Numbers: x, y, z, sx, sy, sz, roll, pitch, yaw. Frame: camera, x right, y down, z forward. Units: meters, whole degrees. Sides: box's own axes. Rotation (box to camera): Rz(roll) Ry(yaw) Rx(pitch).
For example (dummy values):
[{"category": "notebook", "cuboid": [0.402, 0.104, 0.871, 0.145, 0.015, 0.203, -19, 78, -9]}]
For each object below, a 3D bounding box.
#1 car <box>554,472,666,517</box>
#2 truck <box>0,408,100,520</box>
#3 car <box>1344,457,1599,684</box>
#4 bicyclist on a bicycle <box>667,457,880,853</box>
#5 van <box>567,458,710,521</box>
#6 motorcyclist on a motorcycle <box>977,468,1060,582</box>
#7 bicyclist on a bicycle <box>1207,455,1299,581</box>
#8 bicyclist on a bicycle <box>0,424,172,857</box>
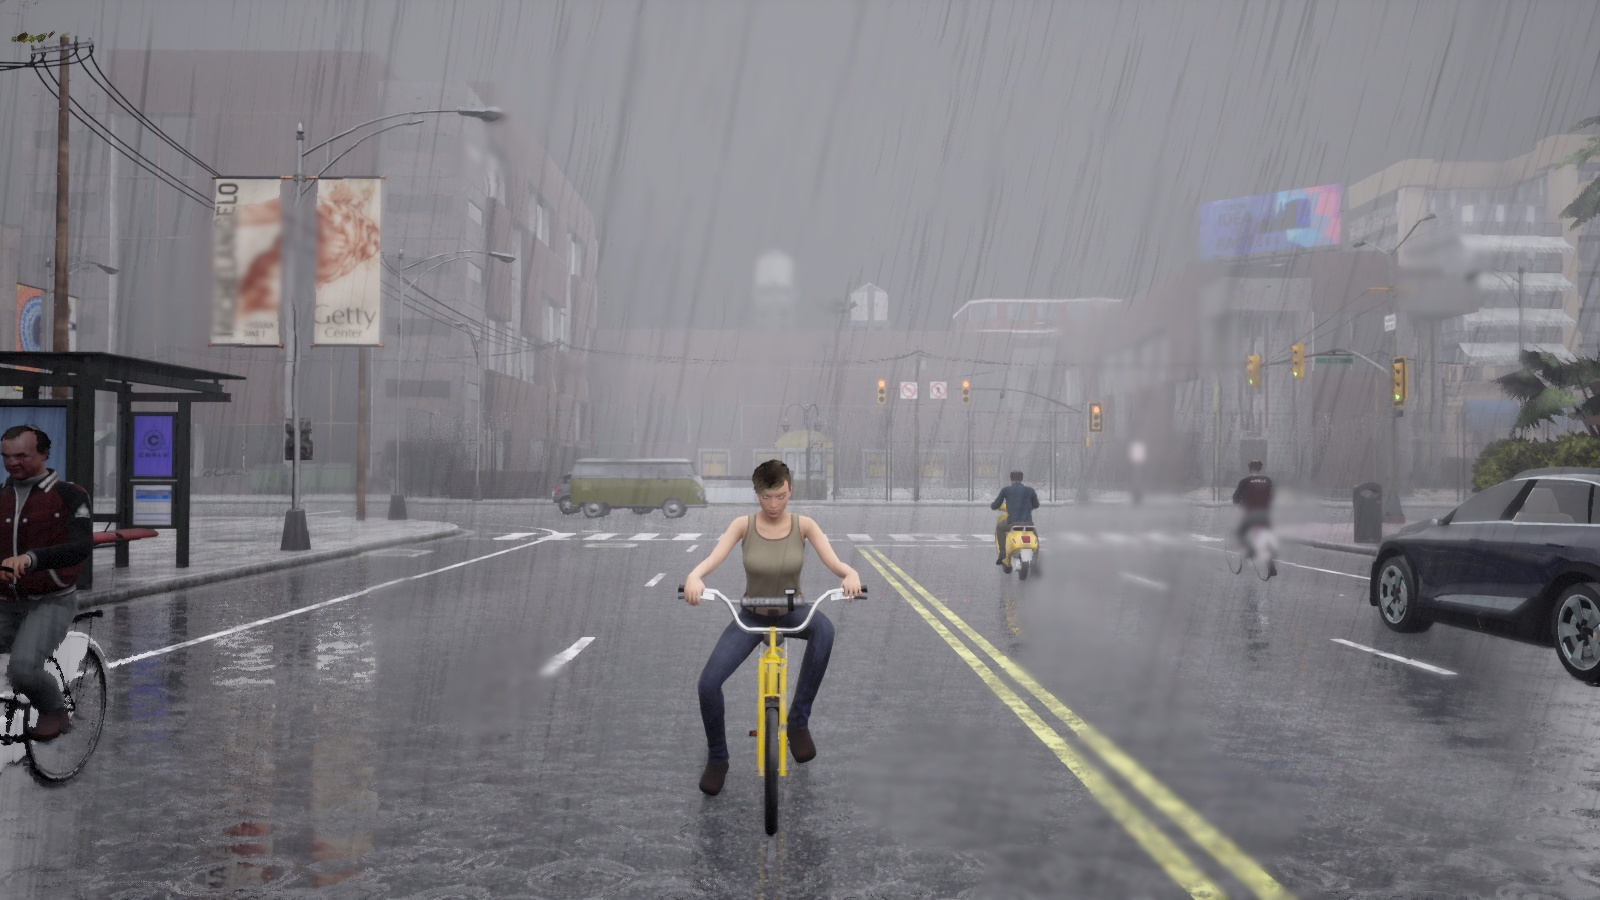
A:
[{"category": "car", "cuboid": [-6.719, 1.567, 44.570, 3.705, 1.549, 1.789, 0, -1, 0]}, {"category": "truck", "cuboid": [-29.839, 0.514, 44.465, 8.468, 3.827, 2.891, 0, -1, 0]}, {"category": "car", "cuboid": [6.807, 0.900, 10.864, 2.033, 1.649, 4.856, 0, -1, -1]}, {"category": "bicyclist on a bicycle", "cuboid": [-0.120, 0.850, 5.896, 0.866, 1.612, 1.509, 0, -1, -1]}, {"category": "van", "cuboid": [-5.232, 1.276, 41.082, 4.442, 1.987, 1.775, 0, -1, 0]}, {"category": "motorcyclist on a motorcycle", "cuboid": [3.196, 1.066, 18.522, 0.866, 1.590, 1.817, 0, -1, -1]}, {"category": "bicyclist on a bicycle", "cuboid": [6.694, 0.971, 18.659, 0.659, 1.776, 1.843, 0, -1, -1]}, {"category": "bicyclist on a bicycle", "cuboid": [-3.621, 0.795, 5.670, 0.659, 1.776, 1.843, 0, -1, -1]}]
